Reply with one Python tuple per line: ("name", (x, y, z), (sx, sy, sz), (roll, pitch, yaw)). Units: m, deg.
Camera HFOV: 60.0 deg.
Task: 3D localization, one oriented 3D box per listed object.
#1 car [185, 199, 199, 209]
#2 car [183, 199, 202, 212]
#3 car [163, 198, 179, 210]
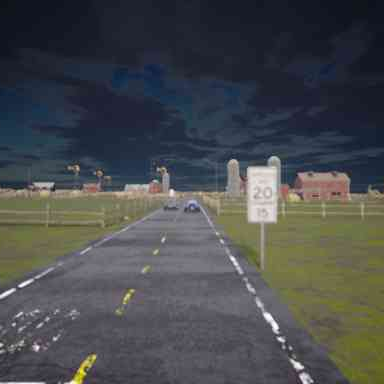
("car", (0.022, 1.698, 49.348), (1.895, 1.301, 4.718), (0, 0, 0))
("car", (0.017, 1.602, 39.041), (1.812, 1.442, 4.674), (0, 0, 0))
("car", (-2.733, 1.592, 44.077), (1.837, 1.490, 4.892), (0, 0, 0))
